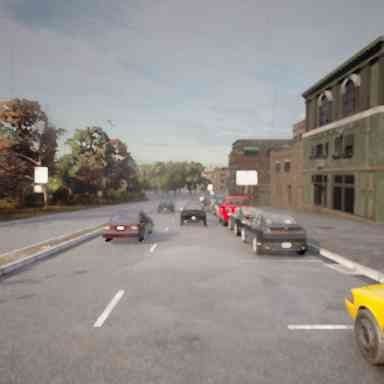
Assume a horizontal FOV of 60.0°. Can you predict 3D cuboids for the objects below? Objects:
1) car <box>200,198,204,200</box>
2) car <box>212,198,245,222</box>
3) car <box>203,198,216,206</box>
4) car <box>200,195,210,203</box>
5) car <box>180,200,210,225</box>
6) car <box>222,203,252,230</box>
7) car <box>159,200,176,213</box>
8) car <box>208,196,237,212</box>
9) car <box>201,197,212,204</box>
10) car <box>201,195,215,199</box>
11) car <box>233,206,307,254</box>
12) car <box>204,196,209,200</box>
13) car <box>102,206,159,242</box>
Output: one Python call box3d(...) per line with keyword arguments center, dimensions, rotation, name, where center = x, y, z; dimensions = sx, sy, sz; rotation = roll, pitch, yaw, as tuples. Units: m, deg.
box3d(center=(0.125, 1.807, 42.071), dimensions=(2.033, 1.411, 5.357), rotation=(0, 0, 0), name="car")
box3d(center=(3.244, 1.667, 30.663), dimensions=(1.946, 1.575, 5.366), rotation=(0, 0, 0), name="car")
box3d(center=(3.261, 1.873, 63.495), dimensions=(2.231, 1.521, 4.892), rotation=(0, 0, 0), name="car")
box3d(center=(3.272, 1.757, 85.631), dimensions=(2.435, 2.045, 5.566), rotation=(0, 0, 0), name="car")
box3d(center=(0.115, 1.634, 25.332), dimensions=(1.882, 1.535, 5.008), rotation=(0, 0, 0), name="car")
box3d(center=(3.239, 1.601, 19.297), dimensions=(2.231, 1.521, 4.892), rotation=(0, 0, 0), name="car")
box3d(center=(-3.125, 1.762, 41.578), dimensions=(1.837, 1.490, 4.892), rotation=(0, 0, 0), name="car")
box3d(center=(3.246, 1.577, 35.972), dimensions=(2.185, 1.767, 4.553), rotation=(0, 0, 0), name="car")
box3d(center=(3.272, 1.970, 74.583), dimensions=(2.163, 1.488, 4.792), rotation=(0, 0, 0), name="car")
box3d(center=(3.259, 1.587, 58.007), dimensions=(2.435, 2.045, 5.566), rotation=(0, 0, 0), name="car")
box3d(center=(3.234, 1.567, 13.771), dimensions=(2.231, 1.521, 4.892), rotation=(0, 0, 0), name="car")
box3d(center=(3.309, 1.781, 48.585), dimensions=(2.231, 1.521, 4.892), rotation=(0, 0, 1), name="car")
box3d(center=(-3.139, 1.654, 17.116), dimensions=(2.033, 1.411, 5.357), rotation=(0, 0, 0), name="car")
